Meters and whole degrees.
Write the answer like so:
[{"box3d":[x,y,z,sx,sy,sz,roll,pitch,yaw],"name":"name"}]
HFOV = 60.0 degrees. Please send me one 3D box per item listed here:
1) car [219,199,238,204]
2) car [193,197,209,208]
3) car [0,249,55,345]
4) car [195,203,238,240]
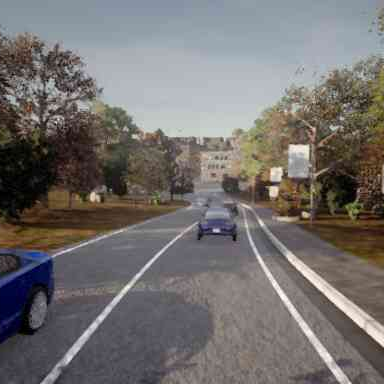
[{"box3d":[3.746,1.501,34.497,1.812,1.442,4.674,1,0,8],"name":"car"},{"box3d":[1.332,1.441,45.873,1.812,1.442,4.674,1,0,5],"name":"car"},{"box3d":[-3.420,1.455,3.867,1.882,1.535,5.008,0,0,2],"name":"car"},{"box3d":[1.331,1.516,16.849,1.812,1.442,4.674,1,0,7],"name":"car"}]
